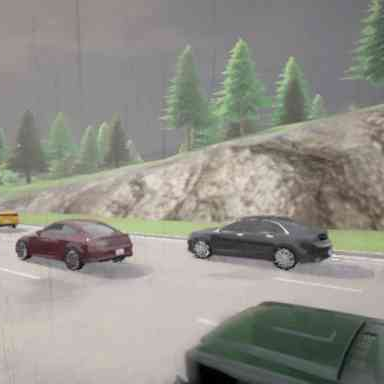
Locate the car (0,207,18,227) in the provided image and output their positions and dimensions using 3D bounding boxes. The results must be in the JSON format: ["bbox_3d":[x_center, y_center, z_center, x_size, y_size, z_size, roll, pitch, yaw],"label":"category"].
[{"bbox_3d":[-13.580,1.699,22.282,5.008,1.535,1.882,-1,0,36],"label":"car"}]

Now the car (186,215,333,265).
[{"bbox_3d":[2.052,1.549,11.135,4.892,1.490,1.837,-1,0,35],"label":"car"}]

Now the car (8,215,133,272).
[{"bbox_3d":[-4.000,1.615,11.148,4.674,1.442,1.812,-1,0,35],"label":"car"}]

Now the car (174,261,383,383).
[{"bbox_3d":[2.180,1.597,2.444,4.718,1.301,1.895,-1,0,35],"label":"car"}]
